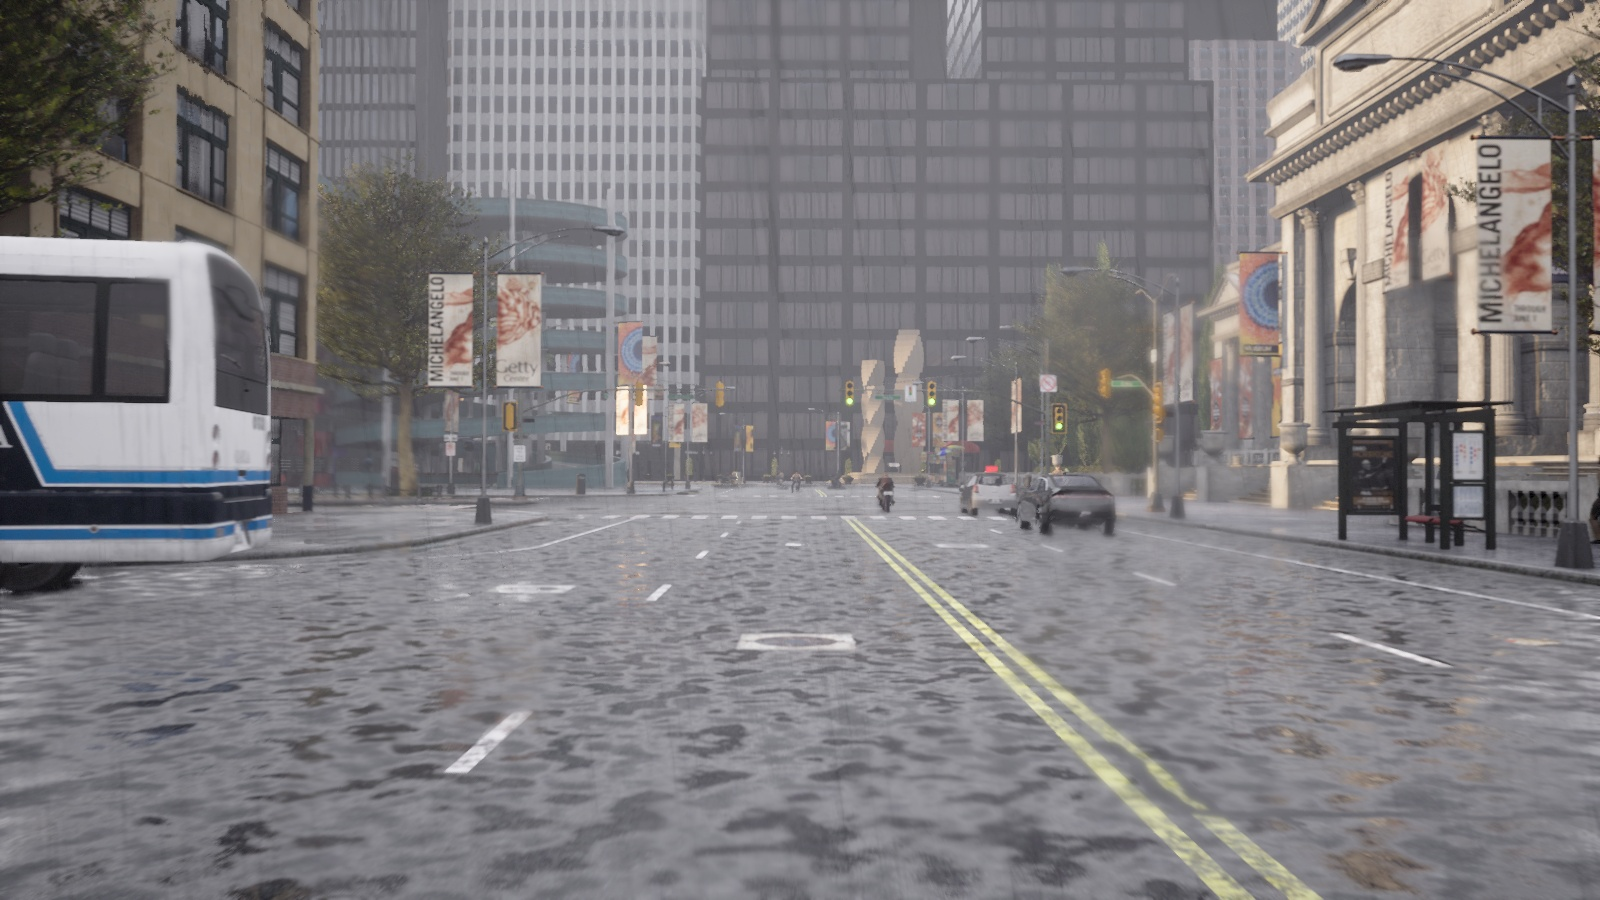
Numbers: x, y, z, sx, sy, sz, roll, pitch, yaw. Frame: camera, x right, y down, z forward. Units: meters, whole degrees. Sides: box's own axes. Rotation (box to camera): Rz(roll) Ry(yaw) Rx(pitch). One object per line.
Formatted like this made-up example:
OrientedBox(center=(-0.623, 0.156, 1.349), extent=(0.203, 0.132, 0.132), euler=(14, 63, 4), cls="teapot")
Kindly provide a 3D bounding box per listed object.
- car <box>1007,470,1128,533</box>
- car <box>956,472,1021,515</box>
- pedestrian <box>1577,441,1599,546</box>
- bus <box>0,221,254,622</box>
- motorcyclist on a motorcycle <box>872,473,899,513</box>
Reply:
OrientedBox(center=(6.920, 1.296, 33.038), extent=(2.128, 1.511, 4.902), euler=(0, -1, 0), cls="car")
OrientedBox(center=(6.889, 1.574, 46.202), extent=(1.845, 1.501, 3.633), euler=(0, -1, 0), cls="car")
OrientedBox(center=(14.928, 0.803, 23.391), extent=(0.396, 1.930, 0.692), euler=(0, -1, -8), cls="pedestrian")
OrientedBox(center=(-12.284, -0.269, 14.579), extent=(10.273, 4.253, 3.944), euler=(0, -1, -11), cls="bus")
OrientedBox(center=(3.360, 1.661, 49.295), extent=(0.866, 1.530, 2.191), euler=(0, -1, -1), cls="motorcyclist on a motorcycle")
